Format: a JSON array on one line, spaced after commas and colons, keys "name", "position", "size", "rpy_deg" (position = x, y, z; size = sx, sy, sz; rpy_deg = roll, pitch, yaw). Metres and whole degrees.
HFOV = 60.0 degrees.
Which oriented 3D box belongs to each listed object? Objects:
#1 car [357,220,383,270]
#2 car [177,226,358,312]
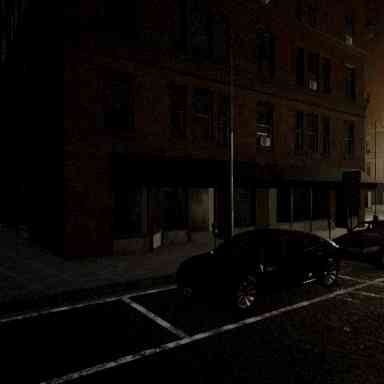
[{"name": "car", "position": [6.189, 1.582, 10.912], "size": [4.206, 1.307, 1.802], "rpy_deg": [0, 0, -35]}, {"name": "car", "position": [1.701, 1.566, 7.730], "size": [4.313, 1.339, 1.947], "rpy_deg": [0, 0, -35]}]
